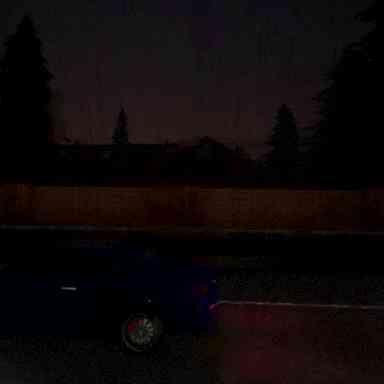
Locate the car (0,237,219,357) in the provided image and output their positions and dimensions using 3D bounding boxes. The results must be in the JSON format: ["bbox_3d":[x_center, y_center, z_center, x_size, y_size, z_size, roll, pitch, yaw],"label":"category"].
[{"bbox_3d":[-1.899,1.505,5.475,4.674,1.442,1.812,1,0,5],"label":"car"}]
